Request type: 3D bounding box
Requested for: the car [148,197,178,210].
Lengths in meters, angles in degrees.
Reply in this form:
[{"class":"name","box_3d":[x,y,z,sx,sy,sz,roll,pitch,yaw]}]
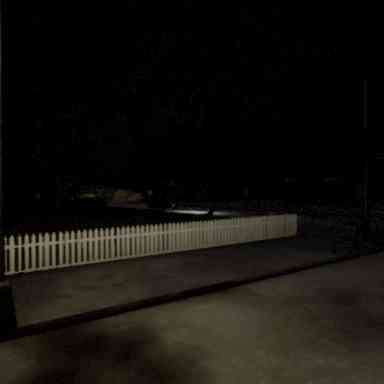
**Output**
[{"class":"car","box_3d":[-3.472,1.297,39.560,2.128,1.511,4.902,-1,0,-35]}]
